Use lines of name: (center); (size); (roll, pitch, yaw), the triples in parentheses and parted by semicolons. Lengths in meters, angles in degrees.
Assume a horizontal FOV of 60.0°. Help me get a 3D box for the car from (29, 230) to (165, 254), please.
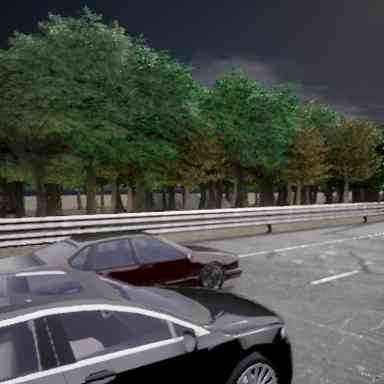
car: (-1.414, 1.537, 7.029); (5.357, 1.411, 2.033); (0, 0, -35)

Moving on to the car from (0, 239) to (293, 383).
car: (-1.150, 1.489, 2.924); (4.902, 1.511, 2.128); (0, 0, -35)
